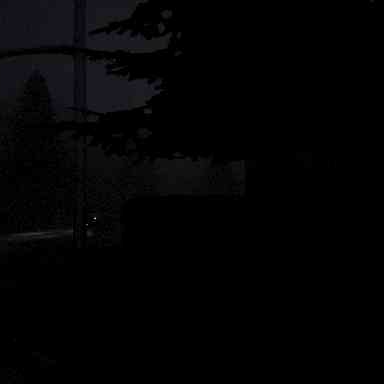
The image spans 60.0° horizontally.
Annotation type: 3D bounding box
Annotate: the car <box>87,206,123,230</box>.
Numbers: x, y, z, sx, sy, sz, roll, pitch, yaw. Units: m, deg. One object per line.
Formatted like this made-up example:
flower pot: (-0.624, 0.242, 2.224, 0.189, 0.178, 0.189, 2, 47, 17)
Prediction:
car: (-4.909, 1.586, 21.312, 1.895, 1.301, 4.718, 0, 0, 36)
